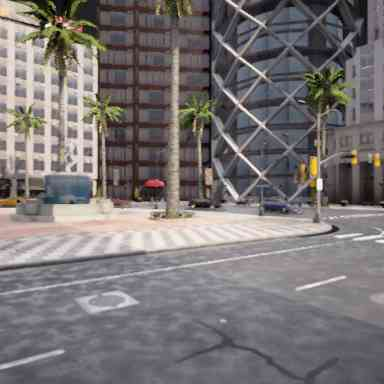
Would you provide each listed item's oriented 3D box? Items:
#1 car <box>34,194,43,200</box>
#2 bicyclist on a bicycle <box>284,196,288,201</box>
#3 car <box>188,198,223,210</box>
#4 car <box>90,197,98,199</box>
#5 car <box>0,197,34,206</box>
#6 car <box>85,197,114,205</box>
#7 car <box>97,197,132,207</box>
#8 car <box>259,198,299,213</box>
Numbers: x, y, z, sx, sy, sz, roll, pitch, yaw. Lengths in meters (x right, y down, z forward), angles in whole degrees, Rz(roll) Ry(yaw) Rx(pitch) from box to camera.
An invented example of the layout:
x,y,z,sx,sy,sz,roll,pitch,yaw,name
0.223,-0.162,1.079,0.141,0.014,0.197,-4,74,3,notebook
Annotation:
x,y,z,sx,sy,sz,roll,pitch,yaw,name
-26.230,1.270,58.452,5.566,2.045,2.150,0,0,-10,car
15.392,1.480,54.389,0.582,1.620,1.656,0,0,42,bicyclist on a bicycle
1.866,1.592,46.253,5.008,1.535,1.882,1,0,33,car
-18.804,1.572,55.640,4.892,1.490,1.837,0,0,-1,car
-29.092,1.506,54.231,5.008,1.535,1.882,0,0,-14,car
-16.436,1.609,59.064,4.674,1.442,1.812,0,0,2,car
-11.695,1.607,51.640,4.674,1.442,1.812,0,0,8,car
10.028,1.475,38.253,2.097,1.767,4.553,0,0,-39,car
